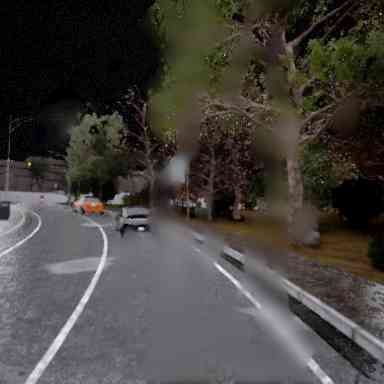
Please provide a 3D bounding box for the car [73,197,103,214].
[{"bbox_3d":[-10.607,1.264,33.888,2.097,1.767,4.553,3,-1,-32],"label":"car"}]

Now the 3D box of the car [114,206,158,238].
[{"bbox_3d":[-3.070,1.502,17.811,2.128,1.511,4.902,1,0,-17],"label":"car"}]
